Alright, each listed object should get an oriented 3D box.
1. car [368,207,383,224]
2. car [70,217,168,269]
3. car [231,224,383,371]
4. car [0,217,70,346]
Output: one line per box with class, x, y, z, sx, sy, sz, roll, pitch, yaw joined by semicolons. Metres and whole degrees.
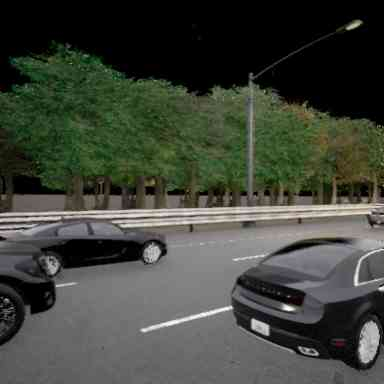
car;13.591;1.690;22.044;4.902;1.511;2.128;1;0;-36
car;-3.076;1.505;10.151;5.008;1.535;1.882;1;0;-36
car;2.872;1.551;5.792;4.892;1.490;1.837;1;0;-36
car;-4.888;1.209;4.560;5.566;2.045;2.150;1;0;-36
